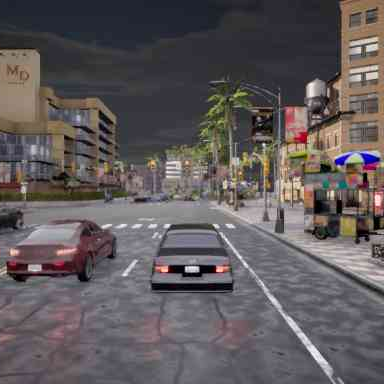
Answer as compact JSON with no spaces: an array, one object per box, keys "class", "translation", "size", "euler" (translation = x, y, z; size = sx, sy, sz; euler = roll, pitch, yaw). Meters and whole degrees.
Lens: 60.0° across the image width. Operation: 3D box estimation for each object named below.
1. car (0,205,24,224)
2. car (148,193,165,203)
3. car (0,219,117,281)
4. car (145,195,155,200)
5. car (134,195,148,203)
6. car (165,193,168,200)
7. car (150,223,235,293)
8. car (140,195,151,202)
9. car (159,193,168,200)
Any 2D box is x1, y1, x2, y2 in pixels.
[{"class":"car","translation":[-10.806,1.491,17.885],"size":[2.128,1.511,4.902],"euler":[0,0,-3]},{"class":"car","translation":[-7.659,1.355,71.368],"size":[2.097,1.767,4.553],"euler":[0,0,-1]},{"class":"car","translation":[-3.510,1.526,9.709],"size":[1.812,1.442,4.674],"euler":[0,0,0]},{"class":"car","translation":[-11.342,1.540,90.761],"size":[2.033,1.411,5.357],"euler":[0,0,-1]},{"class":"car","translation":[-11.159,1.595,71.320],"size":[1.895,1.301,4.718],"euler":[0,0,-1]},{"class":"car","translation":[-7.747,1.225,80.707],"size":[2.150,2.045,5.566],"euler":[0,0,-1]},{"class":"car","translation":[-0.004,1.547,8.970],"size":[2.033,1.411,5.357],"euler":[0,0,0]},{"class":"car","translation":[-11.244,1.478,80.463],"size":[1.882,1.535,5.008],"euler":[0,0,-1]},{"class":"car","translation":[-7.853,1.225,91.456],"size":[2.150,2.045,5.566],"euler":[0,0,-1]}]
